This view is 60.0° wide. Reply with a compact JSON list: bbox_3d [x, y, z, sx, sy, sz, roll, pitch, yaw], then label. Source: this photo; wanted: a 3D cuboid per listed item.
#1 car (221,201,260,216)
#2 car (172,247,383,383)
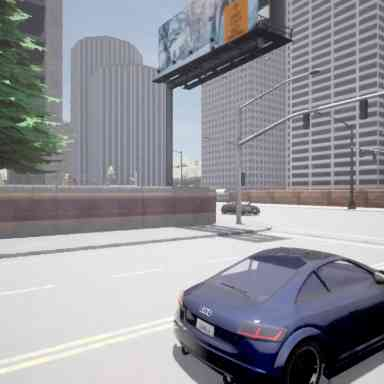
[{"bbox_3d":[4.732,1.564,32.797,1.994,1.385,4.181,0,0,-35],"label":"car"},{"bbox_3d":[1.796,1.564,5.074,4.181,1.385,1.994,0,0,-35],"label":"car"}]
